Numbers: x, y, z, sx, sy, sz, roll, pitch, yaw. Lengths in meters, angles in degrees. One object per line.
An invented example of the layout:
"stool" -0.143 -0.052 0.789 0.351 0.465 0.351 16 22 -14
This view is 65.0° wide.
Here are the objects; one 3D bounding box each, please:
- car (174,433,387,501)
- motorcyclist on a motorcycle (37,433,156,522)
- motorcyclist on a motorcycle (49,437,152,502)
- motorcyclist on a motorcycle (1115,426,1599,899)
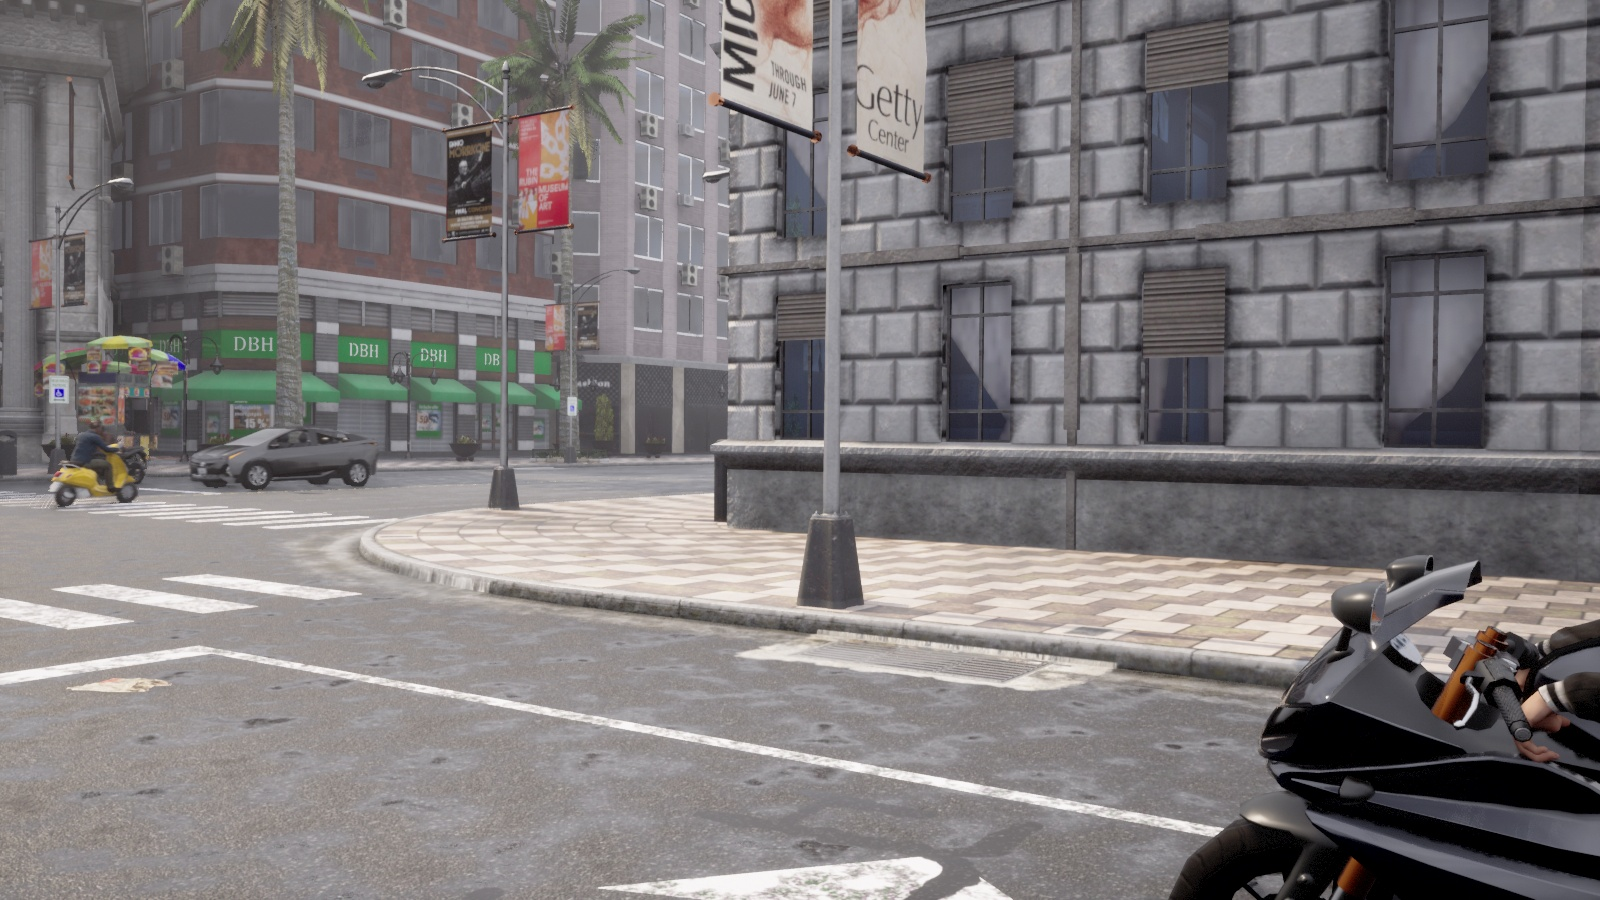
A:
"car" -12.784 0.368 31.196 2.007 1.525 4.514 0 1 34
"motorcyclist on a motorcycle" -13.145 0.483 23.531 0.866 1.590 1.817 1 1 20
"motorcyclist on a motorcycle" -17.196 0.447 30.909 0.797 1.523 2.044 0 1 34
"motorcyclist on a motorcycle" 1.824 0.717 2.412 2.191 1.530 0.866 0 1 34
